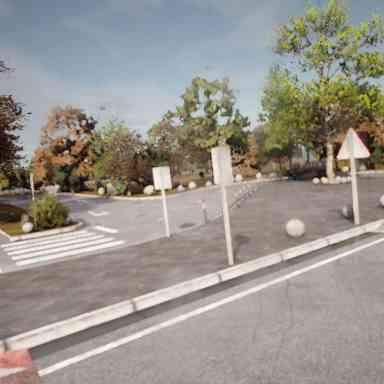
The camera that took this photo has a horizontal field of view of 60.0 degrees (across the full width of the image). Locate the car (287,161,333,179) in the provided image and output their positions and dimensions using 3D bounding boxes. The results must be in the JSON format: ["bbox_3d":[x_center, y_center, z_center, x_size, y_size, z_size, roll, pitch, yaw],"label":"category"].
[{"bbox_3d":[15.123,-2.833,42.731,5.566,2.045,2.150,-4,5,13],"label":"car"}]
